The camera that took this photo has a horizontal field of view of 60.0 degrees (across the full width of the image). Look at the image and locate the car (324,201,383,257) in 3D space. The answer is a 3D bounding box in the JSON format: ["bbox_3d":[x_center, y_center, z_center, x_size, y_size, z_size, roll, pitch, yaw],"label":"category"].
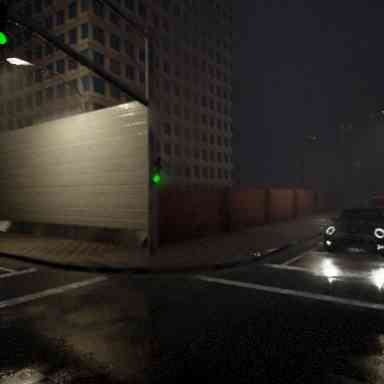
[{"bbox_3d":[6.773,1.393,13.204,2.097,1.767,4.553,-1,0,35],"label":"car"}]

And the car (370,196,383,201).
[{"bbox_3d":[12.327,1.255,21.024,2.150,2.045,5.566,-1,0,35],"label":"car"}]
